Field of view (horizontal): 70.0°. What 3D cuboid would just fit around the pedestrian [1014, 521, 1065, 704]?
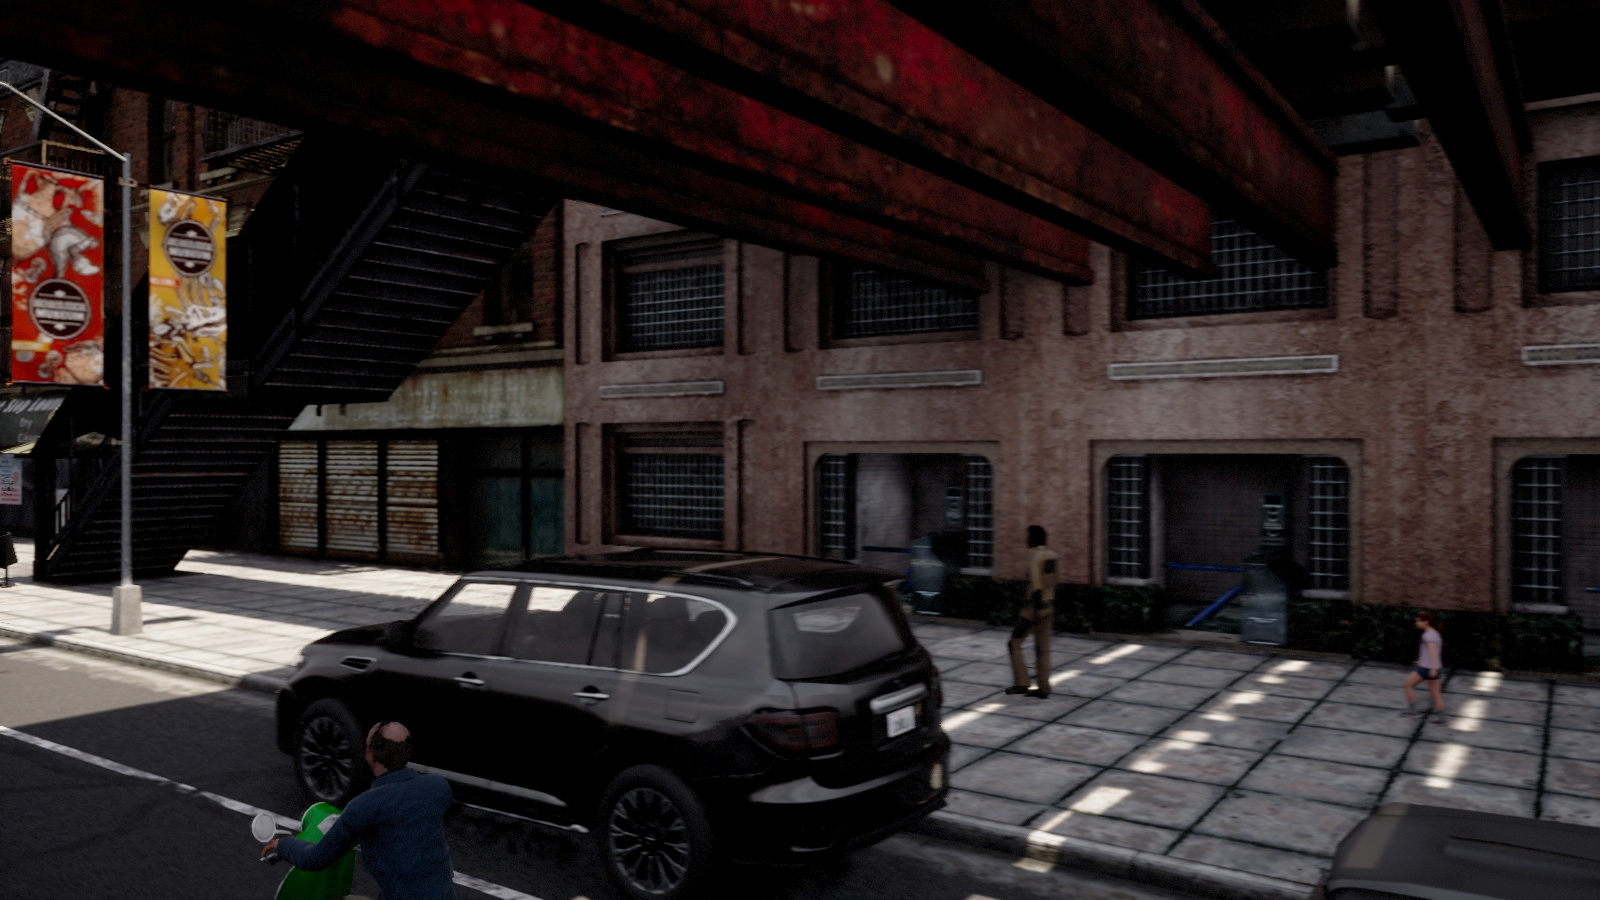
[{"bbox_3d":[2.532,1.695,12.071,0.375,1.860,0.375,0,0,-44],"label":"pedestrian"}]

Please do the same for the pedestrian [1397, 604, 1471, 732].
[{"bbox_3d":[6.090,2.074,10.979,0.500,1.100,0.500,0,0,-44],"label":"pedestrian"}]

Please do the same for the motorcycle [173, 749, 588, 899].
[{"bbox_3d":[-1.902,2.181,5.099,1.805,1.236,0.856,0,0,35],"label":"motorcycle"}]
